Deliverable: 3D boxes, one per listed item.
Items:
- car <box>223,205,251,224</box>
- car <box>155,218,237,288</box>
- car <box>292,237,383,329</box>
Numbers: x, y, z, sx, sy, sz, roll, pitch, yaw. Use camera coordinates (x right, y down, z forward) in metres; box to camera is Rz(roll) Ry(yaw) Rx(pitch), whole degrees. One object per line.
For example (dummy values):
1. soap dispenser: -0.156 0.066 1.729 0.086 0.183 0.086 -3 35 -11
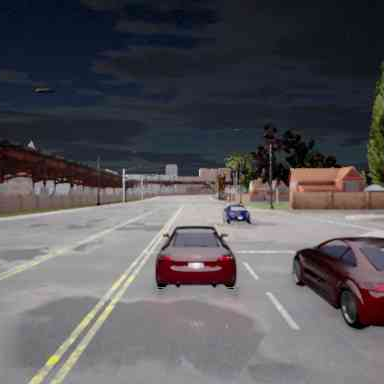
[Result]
1. car: 3.575 1.779 27.044 1.812 1.442 4.674 0 -1 0
2. car: 0.093 1.654 9.531 1.994 1.385 4.181 0 -1 0
3. car: 3.599 1.631 7.086 1.994 1.385 4.181 0 -1 0
